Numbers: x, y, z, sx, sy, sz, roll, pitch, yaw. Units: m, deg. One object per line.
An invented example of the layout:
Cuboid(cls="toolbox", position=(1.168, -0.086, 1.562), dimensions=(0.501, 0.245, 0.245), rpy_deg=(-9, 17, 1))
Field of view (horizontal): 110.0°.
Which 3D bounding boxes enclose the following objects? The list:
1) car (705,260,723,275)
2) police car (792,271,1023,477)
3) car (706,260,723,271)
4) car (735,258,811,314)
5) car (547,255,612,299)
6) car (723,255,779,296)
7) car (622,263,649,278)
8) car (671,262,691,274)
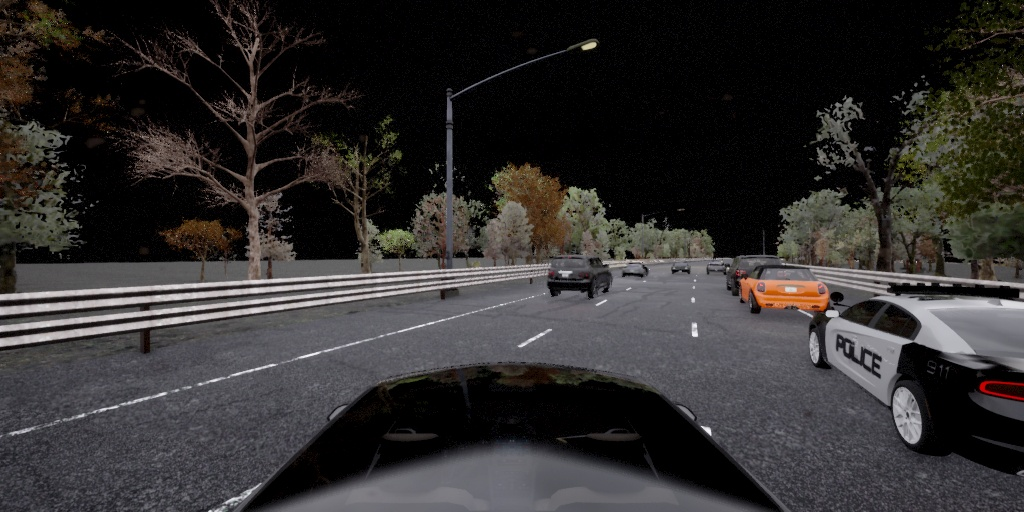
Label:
Cuboid(cls="car", position=(22.407, 1.261, 39.332), dimensions=(2.128, 1.511, 4.902), rpy_deg=(0, 0, 29))
Cuboid(cls="police car", position=(5.603, 1.175, 4.695), dimensions=(1.930, 1.638, 5.238), rpy_deg=(0, 0, 26))
Cuboid(cls="car", position=(28.854, 1.333, 50.974), dimensions=(2.033, 1.411, 5.357), rpy_deg=(0, 0, 30))
Cuboid(cls="car", position=(9.918, 1.102, 13.421), dimensions=(2.097, 1.767, 4.553), rpy_deg=(0, 0, 27))
Cuboid(cls="car", position=(3.612, 0.974, 18.527), dimensions=(2.150, 2.045, 5.566), rpy_deg=(0, 0, 27))
Cuboid(cls="car", position=(12.626, 0.978, 18.758), dimensions=(2.150, 2.045, 5.566), rpy_deg=(0, 0, 27))
Cuboid(cls="car", position=(11.946, 1.325, 34.553), dimensions=(1.994, 1.385, 4.181), rpy_deg=(0, 0, 28))
Cuboid(cls="car", position=(19.294, 1.370, 40.810), dimensions=(1.895, 1.301, 4.718), rpy_deg=(0, 0, 29))
